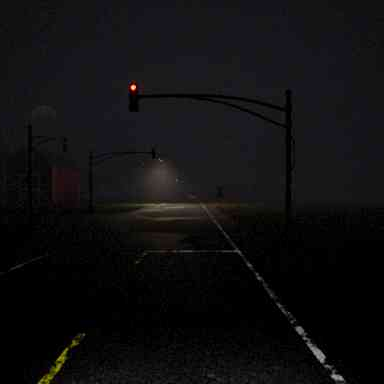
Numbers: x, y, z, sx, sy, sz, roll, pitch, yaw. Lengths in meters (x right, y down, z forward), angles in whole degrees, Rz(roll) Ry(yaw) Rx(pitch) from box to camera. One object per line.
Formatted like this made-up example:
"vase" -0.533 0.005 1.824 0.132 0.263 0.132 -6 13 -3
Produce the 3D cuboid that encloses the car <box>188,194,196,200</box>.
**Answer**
"car" 0.067 1.242 86.583 2.097 1.767 4.553 0 0 0
